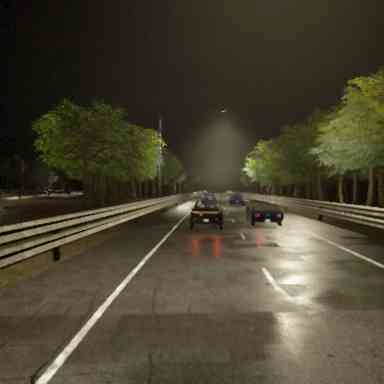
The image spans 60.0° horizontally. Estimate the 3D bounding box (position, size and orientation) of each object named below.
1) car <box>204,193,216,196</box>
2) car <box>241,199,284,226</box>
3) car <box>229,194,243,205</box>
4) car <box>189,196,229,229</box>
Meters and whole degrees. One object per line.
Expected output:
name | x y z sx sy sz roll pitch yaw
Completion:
car | 2.240 0.845 41.665 2.097 1.767 4.553 0 1 3
car | 4.500 1.350 21.341 1.895 1.301 4.718 0 1 4
car | 5.942 0.999 44.907 1.812 1.442 4.674 0 1 3
car | 0.892 1.244 19.700 2.128 1.511 4.902 0 1 4
